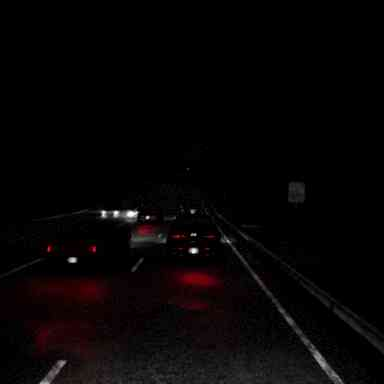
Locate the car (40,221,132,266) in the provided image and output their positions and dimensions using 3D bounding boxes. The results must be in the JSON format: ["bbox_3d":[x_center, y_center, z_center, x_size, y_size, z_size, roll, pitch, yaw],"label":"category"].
[{"bbox_3d":[-3.436,1.696,11.837,1.895,1.301,4.718,0,0,0],"label":"car"}]

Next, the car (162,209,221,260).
[{"bbox_3d":[0.069,1.607,12.792,1.837,1.490,4.892,0,-1,0],"label":"car"}]

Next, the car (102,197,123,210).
[{"bbox_3d":[-10.590,1.491,44.687,1.882,1.535,5.008,0,2,0],"label":"car"}]

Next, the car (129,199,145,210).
[{"bbox_3d":[-7.094,1.637,44.157,1.895,1.301,4.718,0,2,0],"label":"car"}]

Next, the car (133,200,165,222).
[{"bbox_3d":[-3.429,1.731,28.261,1.837,1.490,4.892,0,0,0],"label":"car"}]

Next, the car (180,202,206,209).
[{"bbox_3d":[0.068,1.573,27.837,2.097,1.767,4.553,0,-1,0],"label":"car"}]
